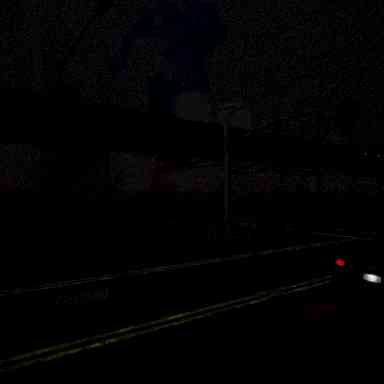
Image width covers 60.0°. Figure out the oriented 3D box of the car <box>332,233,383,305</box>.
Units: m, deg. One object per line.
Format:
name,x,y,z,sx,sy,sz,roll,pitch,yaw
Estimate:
car,4.967,1.564,7.317,4.181,1.385,1.994,0,0,-35
